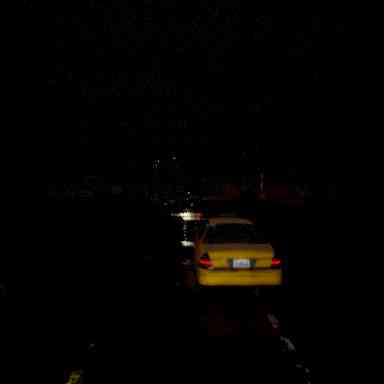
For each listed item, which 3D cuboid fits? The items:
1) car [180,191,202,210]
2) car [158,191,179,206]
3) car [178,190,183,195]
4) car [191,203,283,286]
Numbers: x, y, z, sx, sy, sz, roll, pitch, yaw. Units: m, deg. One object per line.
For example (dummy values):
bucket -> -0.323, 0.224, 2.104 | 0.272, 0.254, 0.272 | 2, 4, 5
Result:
car -> -0.011, 0.961, 33.626 | 1.812, 1.442, 4.674 | 0, 1, 0
car -> -2.931, 0.884, 39.539 | 2.033, 1.411, 5.357 | 0, 1, 0
car -> -2.922, 0.251, 81.730 | 1.895, 1.301, 4.718 | 0, 1, 0
car -> 0.944, 1.304, 8.936 | 1.801, 1.575, 5.366 | 0, 1, 0
